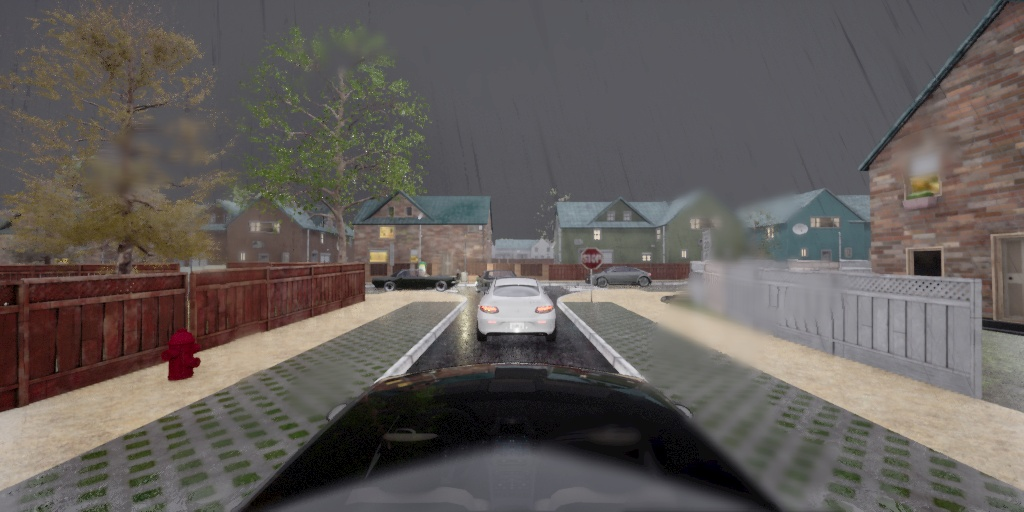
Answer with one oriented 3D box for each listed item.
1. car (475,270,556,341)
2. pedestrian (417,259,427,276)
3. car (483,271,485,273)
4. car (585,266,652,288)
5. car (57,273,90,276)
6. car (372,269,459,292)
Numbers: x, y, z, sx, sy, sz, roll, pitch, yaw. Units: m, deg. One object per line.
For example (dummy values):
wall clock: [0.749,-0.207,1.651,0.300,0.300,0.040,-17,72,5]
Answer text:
car: [0.100,1.279,9.721,1.812,1.442,4.674,0,0,0]
pedestrian: [-6.709,1.118,26.808,0.375,1.860,0.375,0,-1,1]
car: [-0.762,1.366,18.540,1.895,1.301,4.718,0,-1,-12]
car: [6.982,1.340,23.714,4.181,1.385,1.994,0,-1,0]
car: [-25.613,1.632,21.186,4.718,1.301,1.895,-1,-1,1]
car: [-5.489,1.416,20.923,4.718,1.301,1.895,-1,-1,1]
